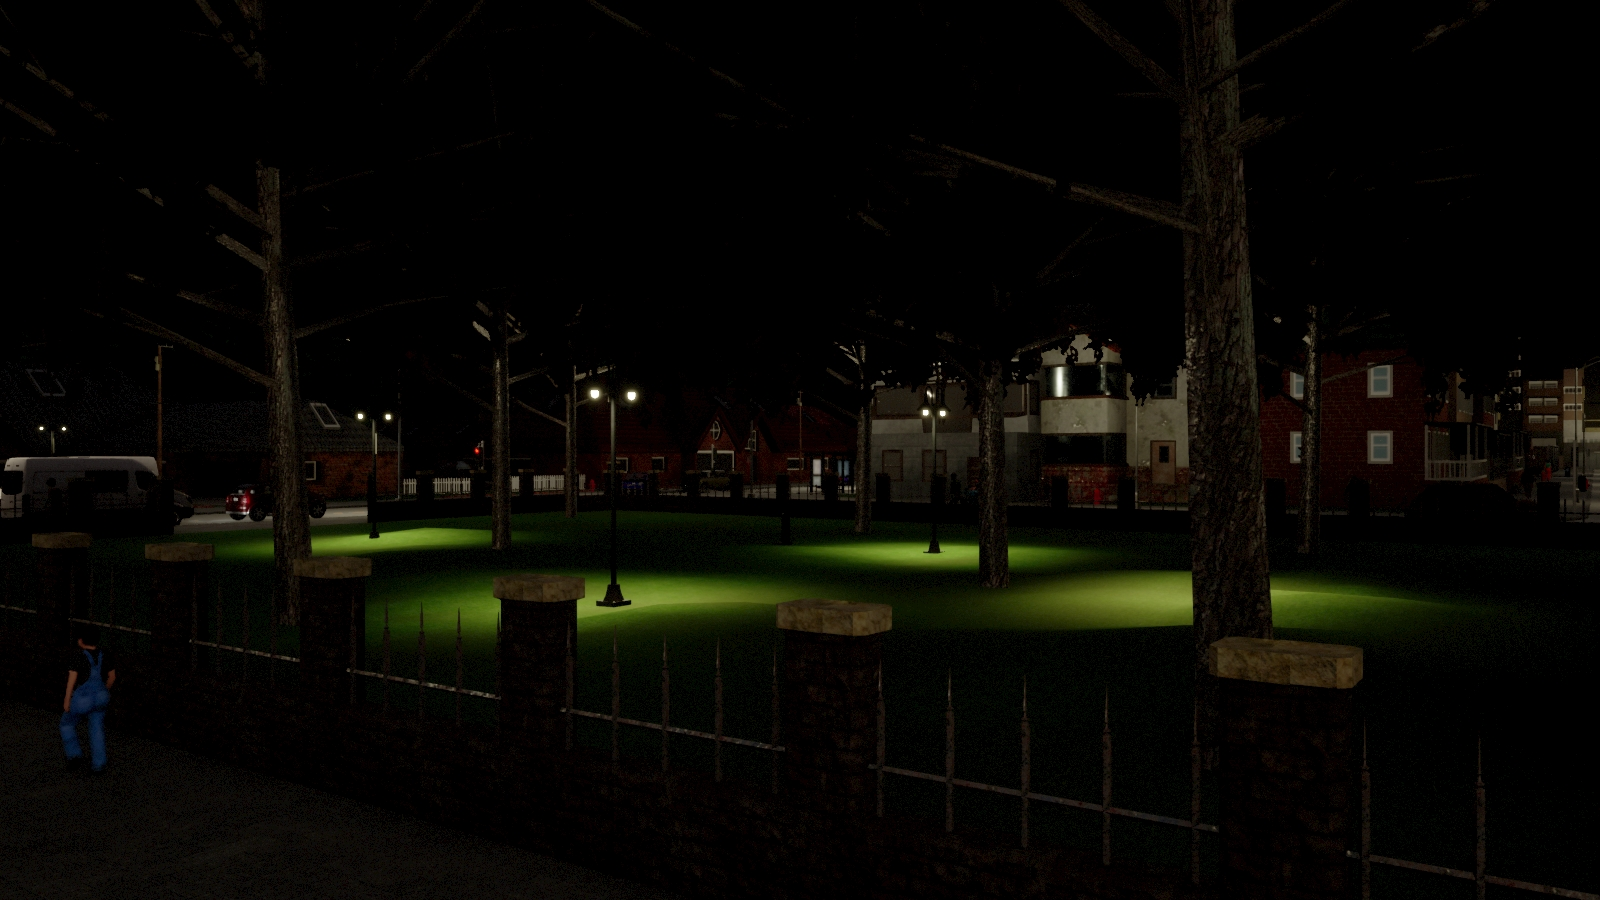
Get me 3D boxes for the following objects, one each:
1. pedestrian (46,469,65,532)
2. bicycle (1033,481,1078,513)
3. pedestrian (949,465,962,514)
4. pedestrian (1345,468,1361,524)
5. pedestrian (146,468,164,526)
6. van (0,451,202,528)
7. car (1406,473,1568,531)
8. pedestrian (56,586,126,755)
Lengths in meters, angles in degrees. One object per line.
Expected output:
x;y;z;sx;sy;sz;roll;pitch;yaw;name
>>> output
-22.571;1.525;34.654;0.375;1.860;0.375;0;0;37;pedestrian
10.570;1.940;47.354;1.835;1.271;0.329;0;0;35;bicycle
5.998;1.524;44.004;0.375;1.860;0.375;0;0;30;pedestrian
18.377;1.525;37.947;0.375;1.860;0.375;0;0;-45;pedestrian
-20.858;1.525;36.969;0.375;1.860;0.375;0;0;35;pedestrian
-24.847;1.314;40.778;1.988;2.561;5.915;0;0;36;van
23.143;1.686;38.555;4.553;1.767;2.097;0;0;35;car
-5.871;1.805;9.459;0.375;1.300;0.375;0;0;35;pedestrian
